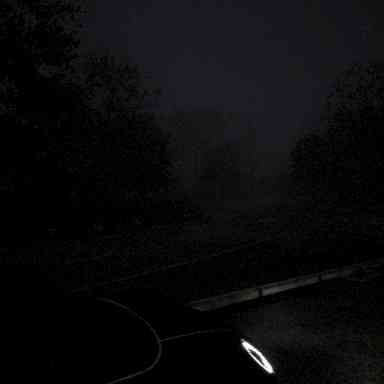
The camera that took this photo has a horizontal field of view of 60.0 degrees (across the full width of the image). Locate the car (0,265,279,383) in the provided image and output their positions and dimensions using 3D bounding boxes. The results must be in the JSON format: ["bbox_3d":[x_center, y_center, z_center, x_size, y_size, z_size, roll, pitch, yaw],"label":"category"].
[{"bbox_3d":[-1.450,1.351,2.274,4.553,1.767,2.097,0,0,-35],"label":"car"}]
